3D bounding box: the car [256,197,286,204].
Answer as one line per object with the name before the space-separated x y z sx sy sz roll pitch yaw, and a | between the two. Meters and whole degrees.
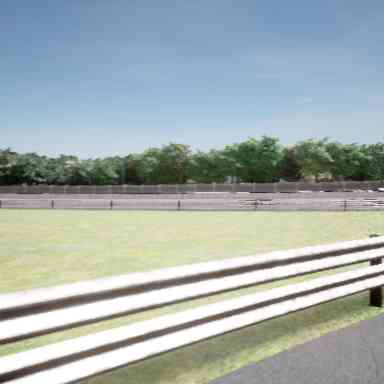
car | 10.594 1.482 46.067 4.674 1.442 1.812 -1 2 18
